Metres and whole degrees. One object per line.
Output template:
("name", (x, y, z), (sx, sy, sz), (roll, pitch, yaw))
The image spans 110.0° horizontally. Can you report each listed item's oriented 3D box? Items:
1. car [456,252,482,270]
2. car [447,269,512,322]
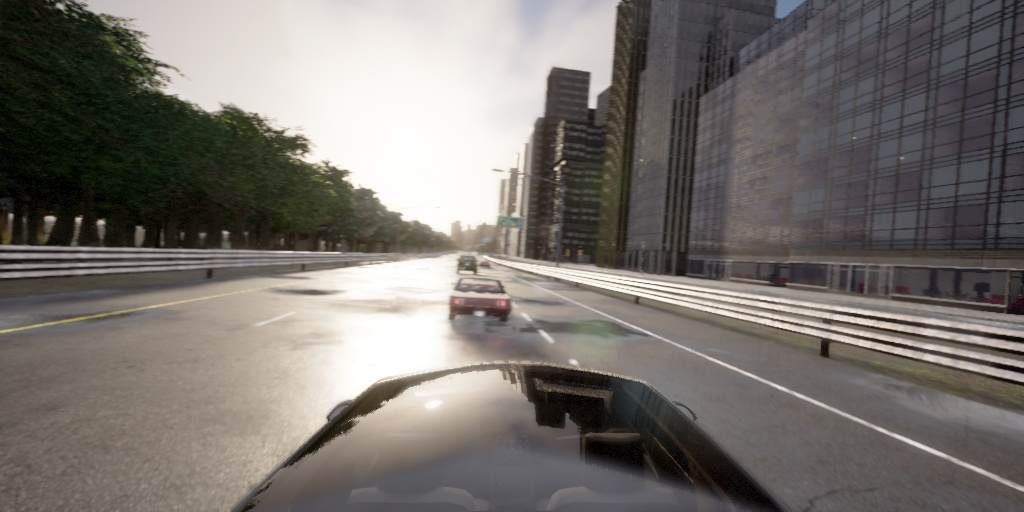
("car", (-4.795, 0.929, 38.246), (2.150, 2.045, 5.566), (4, 0, -8))
("car", (-1.210, 1.355, 12.455), (1.895, 1.301, 4.718), (4, 0, -8))
